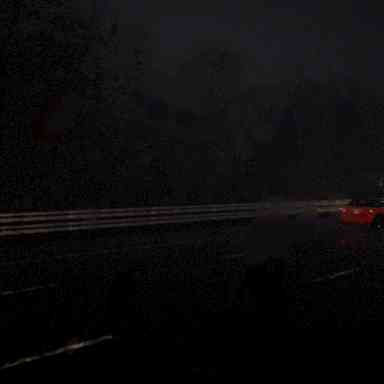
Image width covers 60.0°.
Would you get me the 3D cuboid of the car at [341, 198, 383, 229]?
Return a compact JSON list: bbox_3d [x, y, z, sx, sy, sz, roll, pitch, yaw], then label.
[{"bbox_3d":[11.206,1.165,20.366,4.553,1.767,2.097,0,0,-35],"label":"car"}]
